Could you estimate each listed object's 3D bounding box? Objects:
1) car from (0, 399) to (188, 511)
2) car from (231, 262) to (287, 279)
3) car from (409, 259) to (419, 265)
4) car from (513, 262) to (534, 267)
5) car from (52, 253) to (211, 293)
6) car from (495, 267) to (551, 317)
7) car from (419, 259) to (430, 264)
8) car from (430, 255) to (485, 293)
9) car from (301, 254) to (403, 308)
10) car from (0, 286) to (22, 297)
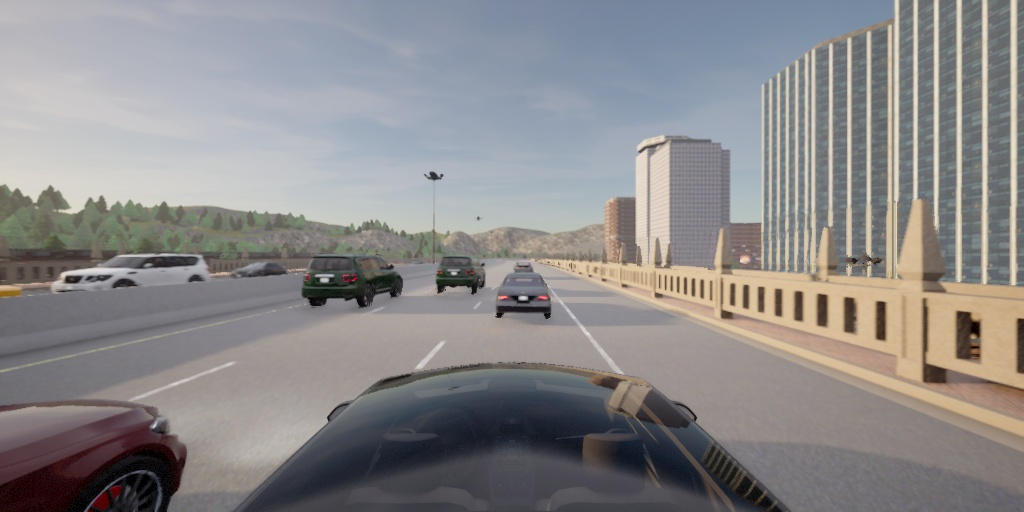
[{"bbox_3d":[-3.318,1.261,0.687,1.812,1.442,4.674,0,0,-1],"label":"car"},{"bbox_3d":[-20.273,1.201,29.019,1.812,1.442,4.674,0,0,2],"label":"car"},{"bbox_3d":[-15.718,1.314,59.623,2.128,1.511,4.902,0,0,2],"label":"car"},{"bbox_3d":[1.087,1.279,34.374,2.128,1.511,4.902,0,0,2],"label":"car"},{"bbox_3d":[-17.177,0.896,16.743,2.150,2.045,5.566,0,0,2],"label":"car"},{"bbox_3d":[0.412,1.301,13.156,2.033,1.411,5.357,0,0,2],"label":"car"},{"bbox_3d":[-12.357,1.386,55.276,1.895,1.301,4.718,0,0,2],"label":"car"},{"bbox_3d":[-2.846,0.967,20.742,2.150,2.045,5.566,0,0,2],"label":"car"},{"bbox_3d":[-6.517,0.944,15.305,2.150,2.045,5.566,0,0,2],"label":"car"},{"bbox_3d":[-13.973,1.163,7.390,1.882,1.535,5.008,0,0,2],"label":"car"}]
